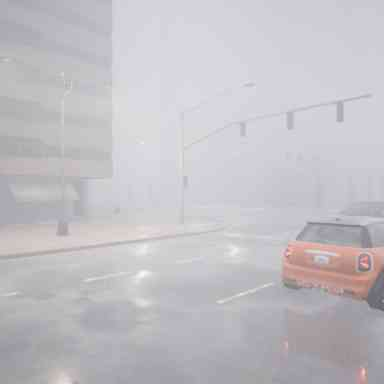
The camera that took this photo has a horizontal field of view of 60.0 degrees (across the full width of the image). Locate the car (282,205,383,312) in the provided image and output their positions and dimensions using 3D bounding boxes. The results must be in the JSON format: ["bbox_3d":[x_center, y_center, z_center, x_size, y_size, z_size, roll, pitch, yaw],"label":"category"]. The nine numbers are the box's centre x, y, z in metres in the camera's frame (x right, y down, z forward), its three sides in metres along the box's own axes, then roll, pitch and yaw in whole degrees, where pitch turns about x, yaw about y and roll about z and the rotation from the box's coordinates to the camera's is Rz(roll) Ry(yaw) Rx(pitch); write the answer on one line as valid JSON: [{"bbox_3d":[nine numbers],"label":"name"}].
[{"bbox_3d":[4.160,1.365,8.083,4.553,1.767,2.097,0,0,-43],"label":"car"}]

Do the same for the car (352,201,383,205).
[{"bbox_3d":[12.215,1.406,23.407,2.097,1.767,4.553,0,0,-3],"label":"car"}]
